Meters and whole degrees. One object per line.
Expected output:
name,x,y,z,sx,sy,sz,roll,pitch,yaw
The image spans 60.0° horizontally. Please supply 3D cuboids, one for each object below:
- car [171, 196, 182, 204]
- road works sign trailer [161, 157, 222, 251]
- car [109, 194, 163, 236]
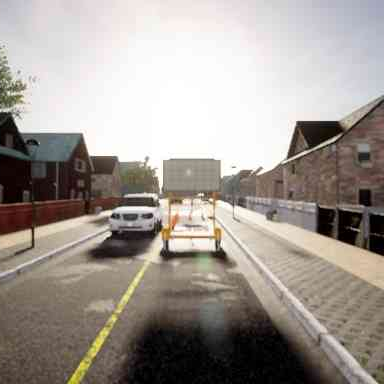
car,-2.775,1.414,60.132,1.994,1.385,4.181,0,0,1
road works sign trailer,0.002,0.381,13.726,2.380,3.560,2.880,0,0,1
car,-2.843,1.118,18.037,2.150,2.045,5.566,0,0,0
